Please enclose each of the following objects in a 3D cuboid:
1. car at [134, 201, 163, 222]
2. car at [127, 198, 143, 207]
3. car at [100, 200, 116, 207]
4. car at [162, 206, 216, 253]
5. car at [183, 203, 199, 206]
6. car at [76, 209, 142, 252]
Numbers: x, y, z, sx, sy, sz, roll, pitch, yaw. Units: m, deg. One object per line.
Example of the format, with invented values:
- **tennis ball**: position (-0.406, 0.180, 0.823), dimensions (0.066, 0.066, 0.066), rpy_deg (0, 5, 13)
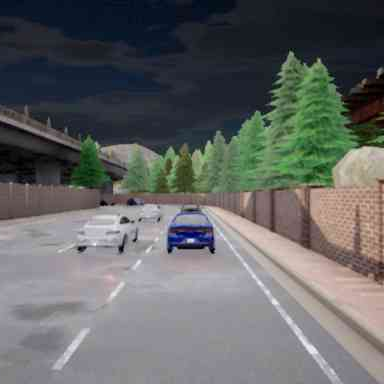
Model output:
- **car**: position (-3.587, 1.798, 29.390), dimensions (1.812, 1.442, 4.674), rpy_deg (0, 0, 0)
- **car**: position (-10.646, 1.942, 63.903), dimensions (2.097, 1.767, 4.553), rpy_deg (0, -1, -40)
- **car**: position (-16.914, 2.166, 64.889), dimensions (4.181, 1.385, 1.994), rpy_deg (0, -1, 29)
- **car**: position (-0.036, 1.612, 14.489), dimensions (1.882, 1.535, 5.008), rpy_deg (0, 0, 0)
- **car**: position (-0.088, 1.779, 29.340), dimensions (1.837, 1.490, 4.892), rpy_deg (0, 0, 0)
- **car**: position (-3.536, 1.660, 14.393), dimensions (1.812, 1.442, 4.674), rpy_deg (0, 0, 0)
